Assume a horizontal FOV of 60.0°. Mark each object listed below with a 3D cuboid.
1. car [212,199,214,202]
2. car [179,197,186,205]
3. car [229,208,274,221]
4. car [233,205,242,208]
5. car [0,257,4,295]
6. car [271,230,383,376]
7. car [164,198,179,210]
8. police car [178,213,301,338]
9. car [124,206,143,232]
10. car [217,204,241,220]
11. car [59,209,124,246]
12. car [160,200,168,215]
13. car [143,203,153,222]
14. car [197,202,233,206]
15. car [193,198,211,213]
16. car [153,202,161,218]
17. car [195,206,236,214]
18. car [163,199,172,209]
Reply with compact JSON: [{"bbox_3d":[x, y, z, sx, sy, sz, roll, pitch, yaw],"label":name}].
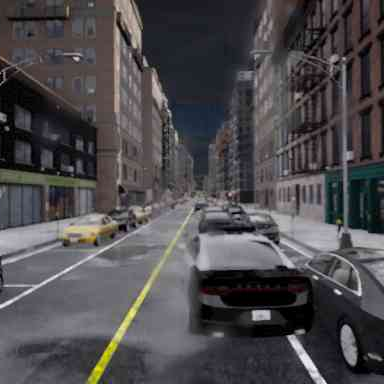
[{"bbox_3d":[3.860,1.959,43.520,1.752,1.417,4.829,0,-1,2],"label":"car"},{"bbox_3d":[-3.166,2.393,80.848,2.008,1.369,4.403,0,-1,2],"label":"car"},{"bbox_3d":[3.128,1.707,16.297,2.008,1.369,4.403,0,-1,2],"label":"car"},{"bbox_3d":[3.419,1.834,27.118,1.947,1.339,4.313,0,-1,2],"label":"car"},{"bbox_3d":[-5.185,1.531,5.702,1.967,1.590,4.097,0,-1,2],"label":"car"},{"bbox_3d":[2.837,1.594,5.477,2.008,1.369,4.403,0,-1,2],"label":"car"},{"bbox_3d":[-3.877,1.899,54.397,2.192,1.841,5.009,0,-1,2],"label":"car"},{"bbox_3d":[0.765,1.497,7.096,1.930,1.638,5.238,0,-1,-4],"label":"police car"},{"bbox_3d":[-4.748,1.825,21.932,1.947,1.339,4.313,0,-1,2],"label":"car"},{"bbox_3d":[3.564,1.890,32.528,1.947,1.339,4.313,0,-1,2],"label":"car"},{"bbox_3d":[-4.898,1.727,16.352,1.752,1.417,4.829,0,-1,2],"label":"car"},{"bbox_3d":[-4.312,1.976,38.164,2.008,1.369,4.403,0,-1,2],"label":"car"},{"bbox_3d":[-4.608,1.839,27.173,1.752,1.417,4.829,0,-1,2],"label":"car"},{"bbox_3d":[1.496,1.715,23.047,1.882,1.535,5.008,0,-1,2],"label":"car"},{"bbox_3d":[1.268,1.963,44.550,1.837,1.490,4.892,0,-1,2],"label":"car"},{"bbox_3d":[-4.458,1.953,32.753,1.802,1.307,4.206,0,-1,2],"label":"car"},{"bbox_3d":[1.226,1.680,17.053,1.837,1.490,4.892,0,-1,2],"label":"car"},{"bbox_3d":[-4.167,2.029,43.574,2.008,1.369,4.403,0,-1,2],"label":"car"}]
